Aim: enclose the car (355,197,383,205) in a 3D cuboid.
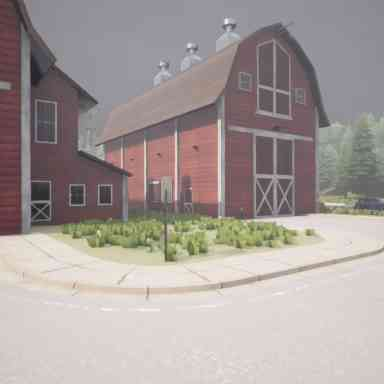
[{"bbox_3d":[20.146,1.387,36.101,2.097,1.767,4.553,0,0,-34],"label":"car"}]
